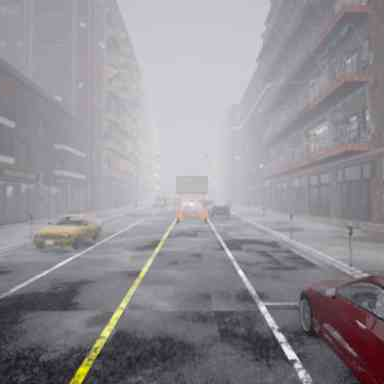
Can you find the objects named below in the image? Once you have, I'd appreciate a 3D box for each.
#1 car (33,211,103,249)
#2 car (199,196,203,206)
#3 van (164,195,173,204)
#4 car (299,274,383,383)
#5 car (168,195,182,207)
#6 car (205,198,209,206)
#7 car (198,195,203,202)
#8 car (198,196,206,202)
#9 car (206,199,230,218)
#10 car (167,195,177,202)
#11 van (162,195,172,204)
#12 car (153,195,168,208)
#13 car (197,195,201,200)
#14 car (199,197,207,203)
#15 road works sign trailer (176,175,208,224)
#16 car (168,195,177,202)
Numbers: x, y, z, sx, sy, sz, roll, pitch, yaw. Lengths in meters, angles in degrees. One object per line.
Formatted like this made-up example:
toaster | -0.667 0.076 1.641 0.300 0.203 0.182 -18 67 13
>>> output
car | -5.292 1.566 14.767 1.752 1.417 4.829 2 0 0
car | 2.590 1.748 53.580 1.887 1.381 4.507 1 0 0
van | -5.284 1.669 75.767 1.690 1.788 3.998 1 0 0
car | 2.585 1.592 3.808 1.802 1.307 4.206 1 0 0
car | -2.804 1.699 57.183 1.882 1.535 5.008 0 0 0
car | 2.589 1.649 37.160 1.752 1.417 4.829 1 0 0
car | 2.590 1.782 59.112 2.008 1.369 4.403 1 0 0
car | 2.603 1.841 86.766 1.967 1.590 4.097 1 0 0
car | 2.588 1.645 31.458 1.887 1.381 4.507 1 0 0
car | -5.282 1.717 86.828 2.192 1.841 5.009 1 0 0
van | -5.284 1.635 70.235 1.690 1.788 3.998 2 0 0
car | -5.290 1.728 53.474 1.752 1.417 4.829 2 0 0
car | 2.592 1.872 75.704 1.887 1.381 4.507 1 0 0
car | 2.592 1.908 81.233 1.887 1.381 4.507 1 0 0
road works sign trailer | -0.007 0.539 25.142 2.380 3.560 2.880 0 0 0
car | -5.282 1.755 92.357 2.192 1.841 5.009 1 0 0
